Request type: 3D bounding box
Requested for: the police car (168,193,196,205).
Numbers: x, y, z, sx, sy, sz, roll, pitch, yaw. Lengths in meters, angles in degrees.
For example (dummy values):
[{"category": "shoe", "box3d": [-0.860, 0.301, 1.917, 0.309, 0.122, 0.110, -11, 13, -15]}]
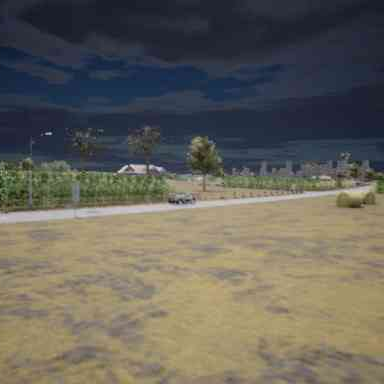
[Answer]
[{"category": "police car", "box3d": [-1.511, 0.985, 48.588, 1.930, 1.638, 5.238, 3, 2, 36]}]
